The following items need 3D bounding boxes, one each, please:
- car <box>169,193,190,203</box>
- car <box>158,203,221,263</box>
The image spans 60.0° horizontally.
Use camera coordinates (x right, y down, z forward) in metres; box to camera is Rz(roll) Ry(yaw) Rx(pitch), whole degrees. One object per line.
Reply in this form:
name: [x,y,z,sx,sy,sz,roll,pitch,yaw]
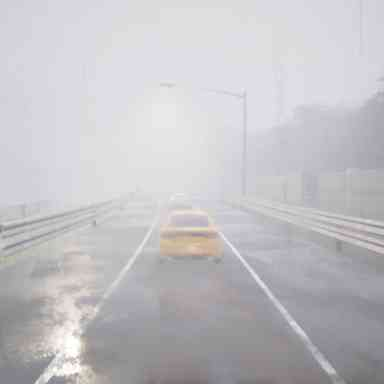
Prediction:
car: [-1.184,0.815,31.280,1.812,1.442,4.674,0,2,-4]
car: [-0.117,1.376,11.708,1.882,1.535,5.008,0,1,-2]
